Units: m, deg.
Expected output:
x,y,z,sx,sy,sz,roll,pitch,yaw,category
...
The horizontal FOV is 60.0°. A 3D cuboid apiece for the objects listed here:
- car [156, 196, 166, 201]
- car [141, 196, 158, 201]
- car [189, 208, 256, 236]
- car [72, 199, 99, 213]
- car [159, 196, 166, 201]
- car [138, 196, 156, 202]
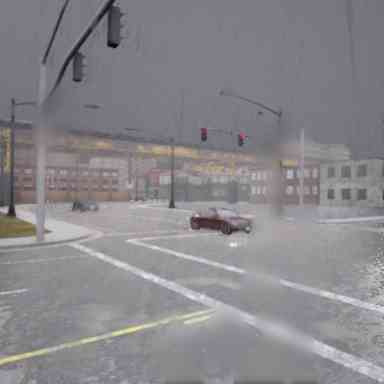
x,y,z,sx,sy,sz,roll,pitch,yaw,category
-8.340,1.994,94.831,2.038,1.542,4.974,1,0,-5,car
-12.117,1.798,94.833,4.536,1.218,1.853,0,0,25,car
1.658,1.680,19.690,1.812,1.442,4.674,1,0,-36,car
-12.556,1.617,39.108,2.128,1.511,4.902,1,0,-37,car
-8.343,1.836,94.884,1.853,1.218,4.536,1,0,-5,car
-12.071,1.956,94.810,4.974,1.542,2.038,0,0,25,car
